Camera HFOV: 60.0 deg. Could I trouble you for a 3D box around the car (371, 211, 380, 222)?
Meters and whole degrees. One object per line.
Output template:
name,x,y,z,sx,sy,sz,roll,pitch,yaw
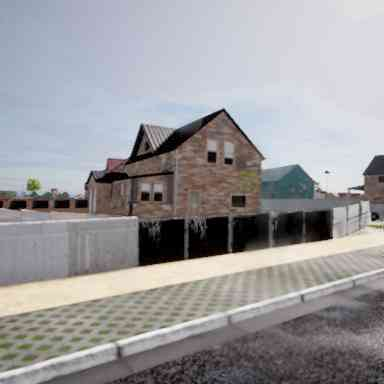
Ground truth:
car,13.269,1.755,27.666,1.994,1.385,4.181,3,-2,-28
